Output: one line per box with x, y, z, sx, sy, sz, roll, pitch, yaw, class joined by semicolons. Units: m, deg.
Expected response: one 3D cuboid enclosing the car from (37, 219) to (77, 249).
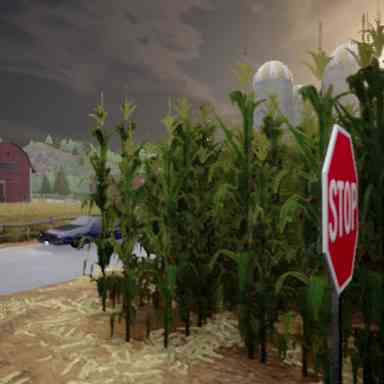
-4.722;1.831;16.502;2.033;1.411;5.357;-1;-1;35;car
